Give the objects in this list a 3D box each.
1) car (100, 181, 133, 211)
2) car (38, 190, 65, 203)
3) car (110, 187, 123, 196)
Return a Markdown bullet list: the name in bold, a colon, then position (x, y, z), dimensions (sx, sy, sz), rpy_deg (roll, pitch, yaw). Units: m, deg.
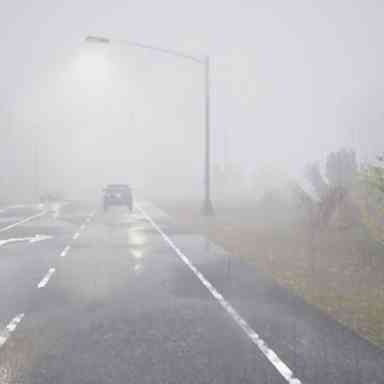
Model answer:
- **car**: position (-5.996, 0.332, 26.885), dimensions (2.150, 2.045, 5.566), rpy_deg (-1, 2, -13)
- **car**: position (-15.208, 0.428, 36.131), dimensions (1.895, 1.301, 4.718), rpy_deg (-1, 2, -11)
- **car**: position (-11.709, -0.133, 51.761), dimensions (1.895, 1.301, 4.718), rpy_deg (-1, 2, -13)
